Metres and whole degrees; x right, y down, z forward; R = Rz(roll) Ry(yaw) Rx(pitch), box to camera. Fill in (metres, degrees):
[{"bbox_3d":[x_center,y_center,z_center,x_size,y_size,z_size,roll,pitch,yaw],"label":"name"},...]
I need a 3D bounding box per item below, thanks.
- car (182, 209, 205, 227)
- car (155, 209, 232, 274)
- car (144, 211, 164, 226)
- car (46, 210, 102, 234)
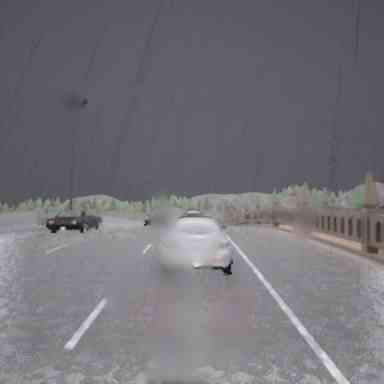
[{"bbox_3d":[0.119,2.235,28.802,1.812,1.442,4.674,0,-5,0],"label":"car"},{"bbox_3d":[0.107,1.447,10.075,1.812,1.442,4.674,0,0,0],"label":"car"},{"bbox_3d":[-3.379,2.526,31.861,2.033,1.411,5.357,0,-5,0],"label":"car"},{"bbox_3d":[-6.887,1.757,19.990,1.895,1.301,4.718,0,-3,0],"label":"car"}]
